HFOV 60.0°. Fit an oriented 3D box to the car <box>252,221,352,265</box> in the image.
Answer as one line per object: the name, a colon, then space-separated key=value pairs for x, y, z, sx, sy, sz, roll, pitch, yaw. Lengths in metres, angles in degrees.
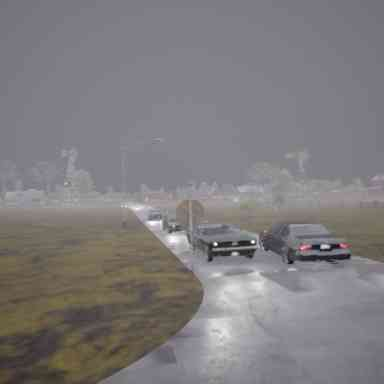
car: x=4.062 y=1.820 z=12.910 sx=2.033 sy=1.411 sz=5.357 roll=-2 pitch=-1 yaw=-3

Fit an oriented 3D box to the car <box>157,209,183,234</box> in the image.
car: x=-1.092 y=2.209 z=24.591 sx=2.033 sy=1.411 sz=5.357 roll=-1 pitch=-1 yaw=-12

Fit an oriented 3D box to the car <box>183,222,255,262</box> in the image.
car: x=1.109 y=1.985 z=14.151 sx=1.895 sy=1.301 sz=4.718 roll=-1 pitch=-1 yaw=-12

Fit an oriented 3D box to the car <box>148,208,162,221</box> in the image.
car: x=-4.066 y=2.577 z=38.798 sx=1.994 sy=1.385 sz=4.181 roll=-1 pitch=-1 yaw=-11
